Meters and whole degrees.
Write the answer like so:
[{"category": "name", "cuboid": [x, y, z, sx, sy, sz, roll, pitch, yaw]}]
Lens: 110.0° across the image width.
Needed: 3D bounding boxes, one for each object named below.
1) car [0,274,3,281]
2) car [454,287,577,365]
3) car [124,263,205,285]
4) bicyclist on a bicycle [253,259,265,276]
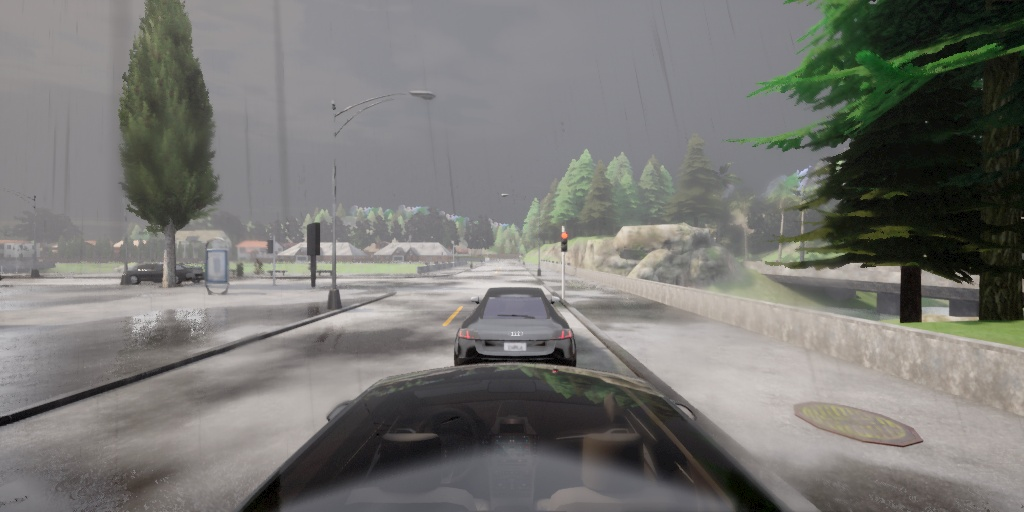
[{"category": "car", "cuboid": [-39.673, 1.313, 25.750, 4.181, 1.385, 1.994, 0, 0, 0]}, {"category": "car", "cuboid": [0.063, 1.314, 7.318, 1.994, 1.385, 4.181, 0, 0, 0]}, {"category": "car", "cuboid": [-24.836, 1.255, 25.742, 4.892, 1.490, 1.837, 0, 0, 0]}, {"category": "bicyclist on a bicycle", "cuboid": [-24.104, 1.099, 34.140, 0.582, 1.620, 1.656, 0, 0, 0]}]
